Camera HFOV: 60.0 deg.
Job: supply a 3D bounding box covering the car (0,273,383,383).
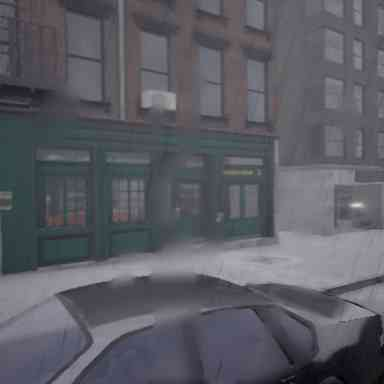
[{"bbox_3d":[-0.480,1.520,2.746,5.357,1.411,2.033,0,0,-33],"label":"car"}]
